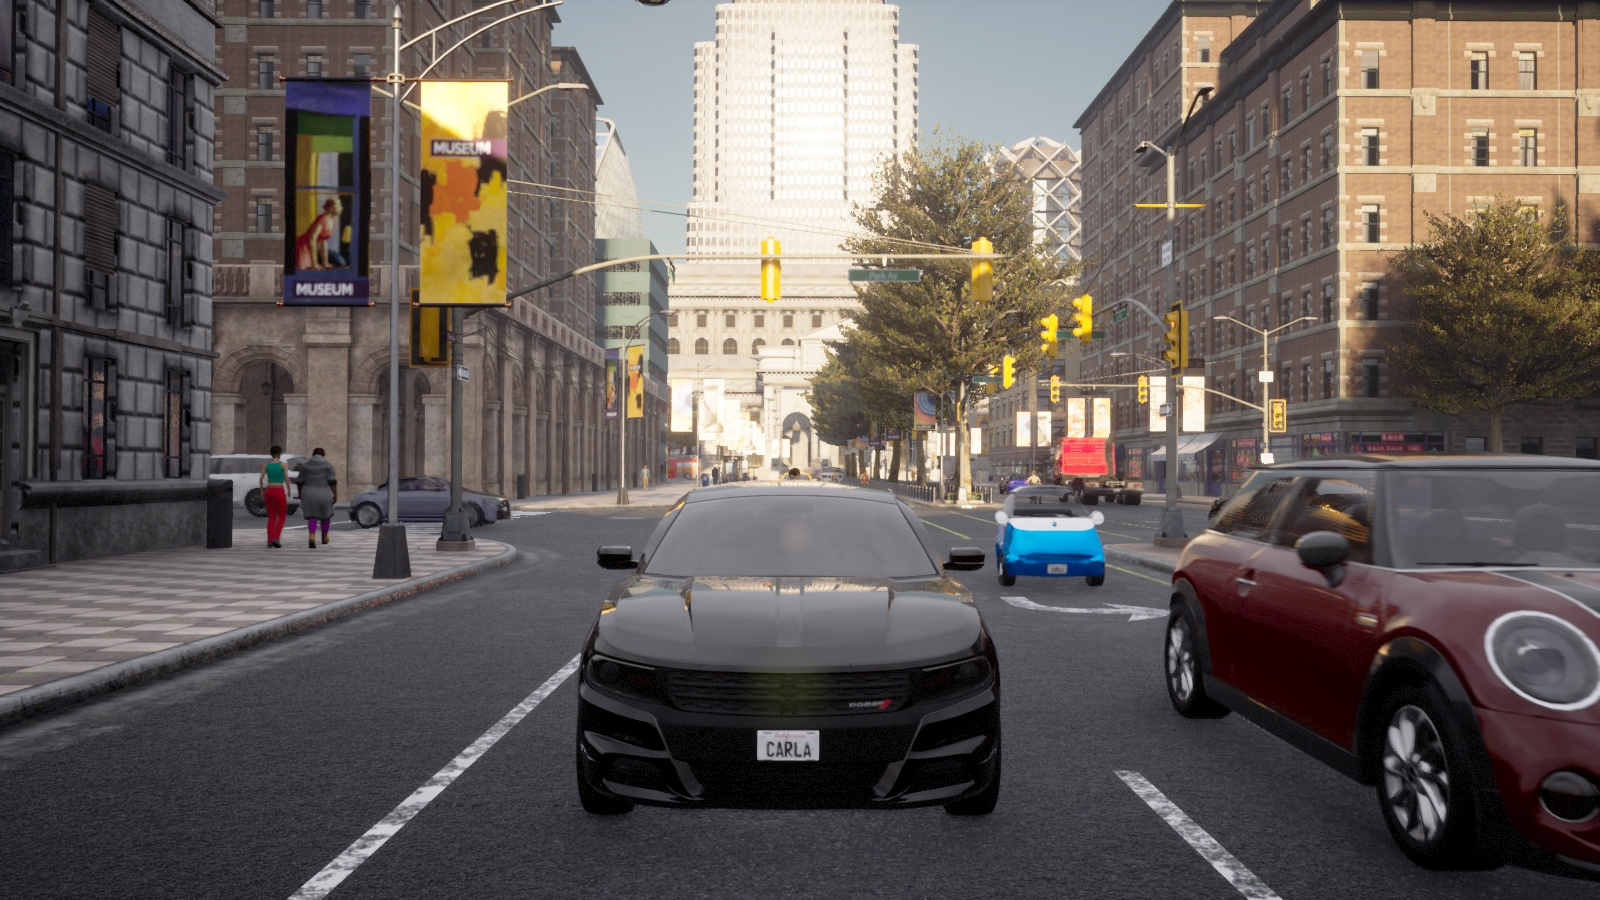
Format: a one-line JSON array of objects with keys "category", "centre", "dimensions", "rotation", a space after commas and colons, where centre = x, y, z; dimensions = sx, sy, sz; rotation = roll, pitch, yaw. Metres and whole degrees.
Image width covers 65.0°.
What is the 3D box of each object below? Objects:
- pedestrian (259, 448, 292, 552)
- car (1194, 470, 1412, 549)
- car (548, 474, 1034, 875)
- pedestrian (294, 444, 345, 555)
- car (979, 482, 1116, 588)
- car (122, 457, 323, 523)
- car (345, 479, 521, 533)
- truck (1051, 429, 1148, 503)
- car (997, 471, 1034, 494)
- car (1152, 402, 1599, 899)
[{"category": "pedestrian", "centre": [-9.353, 0.884, 22.403], "dimensions": [0.345, 1.836, 0.594], "rotation": [0, -1, 1]}, {"category": "car", "centre": [10.641, 1.203, 27.060], "dimensions": [1.882, 1.535, 5.008], "rotation": [0, -1, -12]}, {"category": "car", "centre": [-0.045, 0.916, 7.376], "dimensions": [1.882, 1.535, 5.008], "rotation": [0, -1, 0]}, {"category": "pedestrian", "centre": [-8.670, 0.886, 22.670], "dimensions": [0.659, 1.952, 0.873], "rotation": [0, -1, -7]}, {"category": "car", "centre": [3.430, 1.153, 17.721], "dimensions": [1.481, 1.376, 2.207], "rotation": [0, -1, 0]}, {"category": "car", "centre": [-18.714, 1.292, 40.898], "dimensions": [5.566, 2.045, 2.150], "rotation": [0, -1, 0]}, {"category": "car", "centre": [-9.867, 1.487, 33.966], "dimensions": [4.181, 1.385, 1.994], "rotation": [0, -1, 0]}, {"category": "truck", "centre": [14.817, 0.822, 62.807], "dimensions": [2.891, 3.462, 7.936], "rotation": [0, -1, 0]}, {"category": "car", "centre": [14.739, 2.209, 85.972], "dimensions": [1.816, 1.474, 4.193], "rotation": [0, -1, 0]}, {"category": "car", "centre": [3.457, 0.764, 6.261], "dimensions": [2.097, 1.767, 4.553], "rotation": [0, -1, 0]}]
